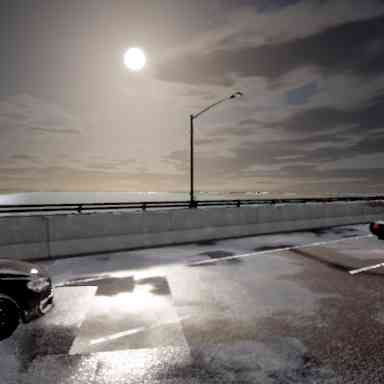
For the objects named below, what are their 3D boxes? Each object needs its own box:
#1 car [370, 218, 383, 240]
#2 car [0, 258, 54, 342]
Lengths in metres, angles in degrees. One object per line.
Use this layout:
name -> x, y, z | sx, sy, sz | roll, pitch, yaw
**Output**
car -> 10.256, 1.529, 15.292 | 4.718, 1.301, 1.895 | 0, 0, -35
car -> -4.627, 1.495, 4.738 | 4.902, 1.511, 2.128 | 0, 0, -36
